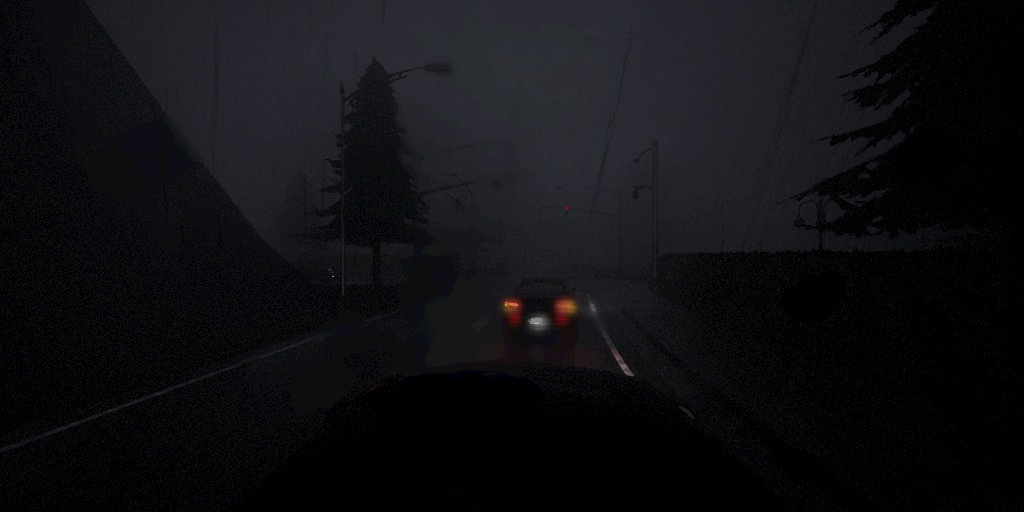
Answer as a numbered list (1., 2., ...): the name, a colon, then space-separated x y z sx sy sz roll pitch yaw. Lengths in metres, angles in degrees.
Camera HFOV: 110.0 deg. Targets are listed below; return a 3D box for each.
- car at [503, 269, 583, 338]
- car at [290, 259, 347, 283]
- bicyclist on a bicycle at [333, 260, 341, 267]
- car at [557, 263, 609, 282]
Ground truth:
1. car: 0.927 1.276 10.119 1.812 1.442 4.674 0 0 9
2. car: -15.324 1.102 27.986 4.553 1.767 2.097 0 0 9
3. bicyclist on a bicycle: -17.340 1.203 35.410 0.582 1.620 1.656 0 0 8
4. car: 4.926 1.298 28.666 5.357 1.411 2.033 0 0 8
